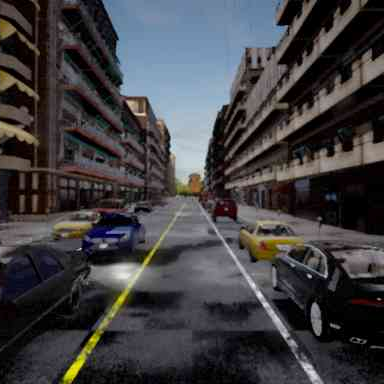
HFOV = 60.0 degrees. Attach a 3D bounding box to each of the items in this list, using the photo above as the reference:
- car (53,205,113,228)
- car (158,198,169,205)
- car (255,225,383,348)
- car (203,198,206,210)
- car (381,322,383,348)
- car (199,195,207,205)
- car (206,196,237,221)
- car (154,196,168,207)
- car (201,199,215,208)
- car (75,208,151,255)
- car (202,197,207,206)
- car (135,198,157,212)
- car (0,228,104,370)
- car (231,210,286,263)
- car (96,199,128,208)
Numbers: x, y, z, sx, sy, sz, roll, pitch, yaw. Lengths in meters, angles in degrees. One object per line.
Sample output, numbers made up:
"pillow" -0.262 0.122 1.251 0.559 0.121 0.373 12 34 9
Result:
"car" -5.690 1.615 17.303 1.752 1.417 4.829 1 0 0
"car" -5.719 1.941 67.583 1.802 1.307 4.206 1 0 0
"car" 2.697 1.583 6.308 2.008 1.369 4.403 1 0 0
"car" 2.677 1.758 39.715 2.008 1.369 4.403 1 0 0
"car" 2.699 1.555 0.741 2.008 1.369 4.403 1 0 0
"car" 2.674 1.582 50.851 2.192 1.841 5.009 1 0 0
"car" 2.687 1.463 28.581 2.192 1.841 5.009 1 0 0
"car" -5.709 1.613 56.448 2.192 1.841 5.009 1 0 0
"car" 2.668 1.848 56.419 2.008 1.369 4.403 1 0 0
"car" -3.008 1.598 13.700 1.812 1.442 4.674 0 0 0
"car" 2.674 1.782 45.283 1.887 1.381 4.507 1 0 0
"car" -5.703 1.774 39.744 1.947 1.339 4.313 1 0 0
"car" -3.096 1.574 4.960 2.033 1.411 5.357 0 0 0
"car" 2.694 1.587 12.046 1.752 1.417 4.829 1 0 0
"car" -5.691 1.435 23.042 2.192 1.841 5.009 1 0 0
